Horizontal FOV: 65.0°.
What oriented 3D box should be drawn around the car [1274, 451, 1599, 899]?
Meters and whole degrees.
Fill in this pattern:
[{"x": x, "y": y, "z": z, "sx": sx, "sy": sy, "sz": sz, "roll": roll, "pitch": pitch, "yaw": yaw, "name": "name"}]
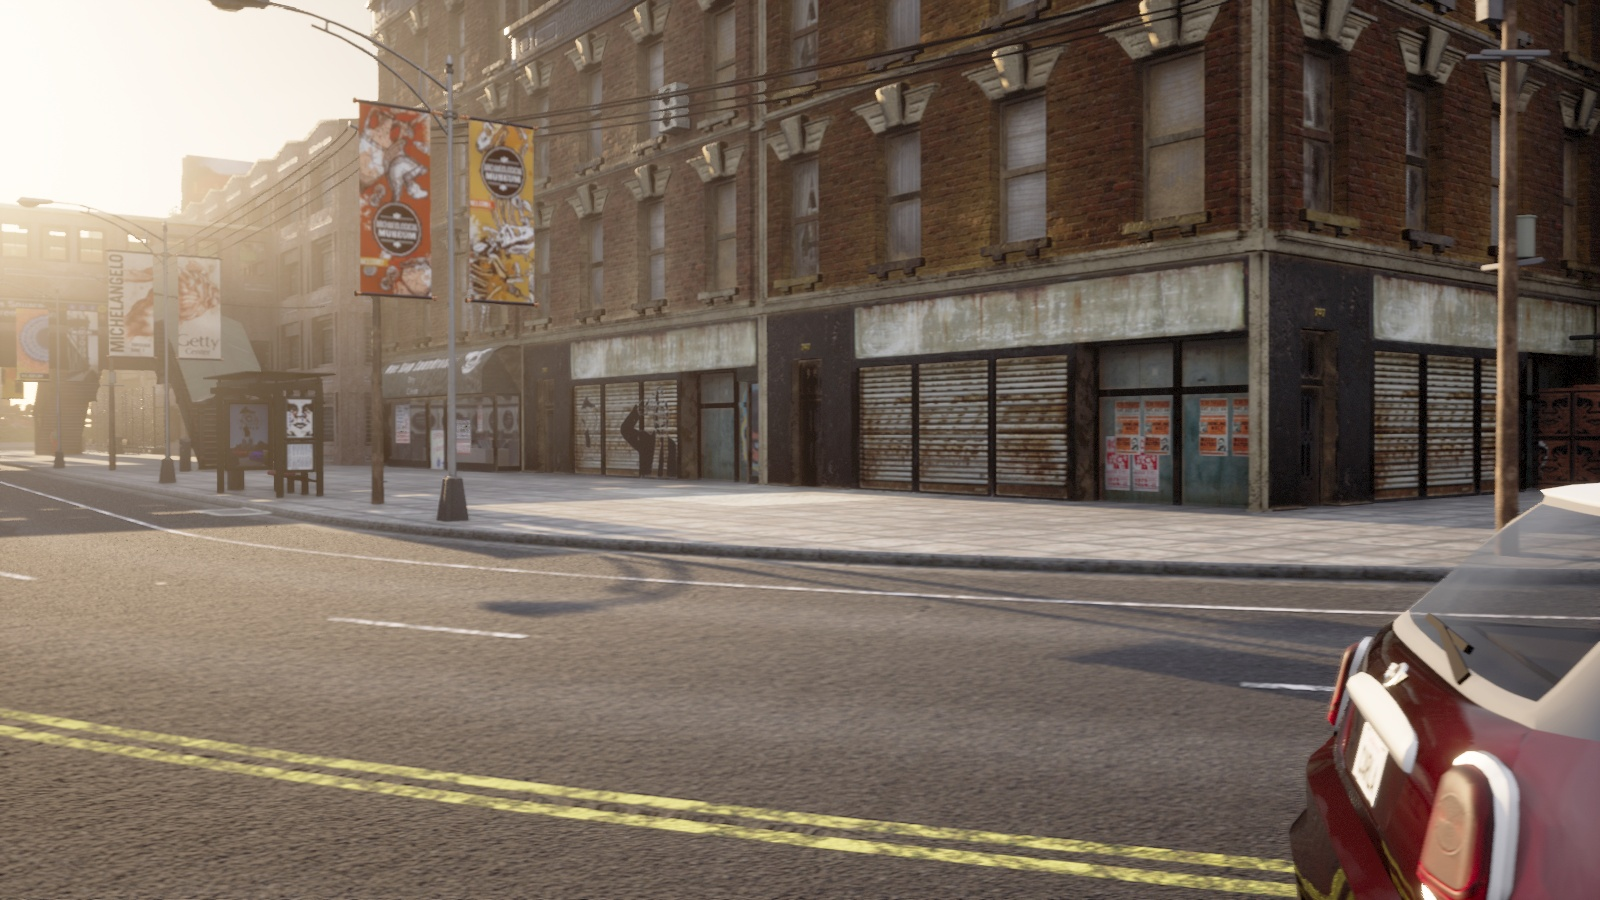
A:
[{"x": 2.991, "y": 0.770, "z": 2.310, "sx": 3.806, "sy": 1.475, "sz": 1.970, "roll": 0, "pitch": 1, "yaw": 16, "name": "car"}]
